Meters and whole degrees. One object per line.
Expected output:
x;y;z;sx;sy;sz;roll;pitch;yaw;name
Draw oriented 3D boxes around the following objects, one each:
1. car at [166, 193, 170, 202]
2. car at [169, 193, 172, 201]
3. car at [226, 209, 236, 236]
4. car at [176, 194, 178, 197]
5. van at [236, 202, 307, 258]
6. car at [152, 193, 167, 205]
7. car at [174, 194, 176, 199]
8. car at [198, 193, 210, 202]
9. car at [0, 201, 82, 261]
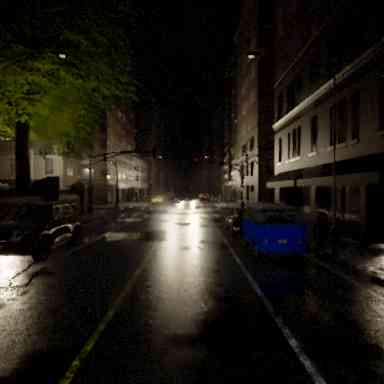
-5.666;1.373;61.413;2.008;1.369;4.403;0;0;0;car
-5.666;1.353;66.864;1.887;1.381;4.507;0;0;0;car
2.857;1.520;17.974;1.947;1.339;4.313;0;0;0;car
-5.667;1.075;88.667;2.192;1.841;5.009;0;0;0;car
2.857;1.310;12.314;1.690;1.788;3.998;0;0;0;van
-5.667;1.363;55.793;1.752;1.417;4.829;0;0;0;car
-5.666;1.321;83.217;2.008;1.369;4.403;0;0;0;car
2.858;1.234;72.351;1.967;1.590;4.097;0;0;0;car
-5.668;1.285;12.274;2.192;1.841;5.009;0;0;0;car
